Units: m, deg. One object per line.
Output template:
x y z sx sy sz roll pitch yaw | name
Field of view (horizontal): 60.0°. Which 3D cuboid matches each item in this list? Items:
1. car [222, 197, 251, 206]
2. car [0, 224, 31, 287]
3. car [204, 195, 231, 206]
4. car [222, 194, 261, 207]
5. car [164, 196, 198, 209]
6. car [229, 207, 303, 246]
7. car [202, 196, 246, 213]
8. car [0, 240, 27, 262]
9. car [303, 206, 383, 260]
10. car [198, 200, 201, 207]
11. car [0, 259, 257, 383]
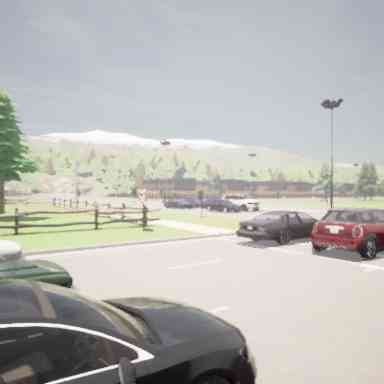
7.764 1.642 58.328 2.033 1.411 5.357 0 0 -35 | car
-6.498 1.599 7.710 4.718 1.301 1.895 0 0 -35 | car
4.313 1.439 57.152 2.097 1.767 4.553 0 0 -35 | car
5.906 1.288 40.648 2.150 2.045 5.566 0 0 -35 | car
-1.900 1.607 45.667 2.033 1.411 5.357 0 0 -35 | car
4.496 1.577 15.553 5.357 1.411 2.033 0 0 -35 | car
3.509 1.563 37.962 1.837 1.490 4.892 0 0 -35 | car
-4.250 1.599 5.014 4.718 1.301 1.895 0 0 -35 | car
6.685 1.381 12.814 4.553 1.767 2.097 0 0 -35 | car
0.390 1.419 48.509 2.097 1.767 4.553 0 0 -35 | car
-1.594 1.504 2.611 4.892 1.490 1.837 1 0 -35 | car
